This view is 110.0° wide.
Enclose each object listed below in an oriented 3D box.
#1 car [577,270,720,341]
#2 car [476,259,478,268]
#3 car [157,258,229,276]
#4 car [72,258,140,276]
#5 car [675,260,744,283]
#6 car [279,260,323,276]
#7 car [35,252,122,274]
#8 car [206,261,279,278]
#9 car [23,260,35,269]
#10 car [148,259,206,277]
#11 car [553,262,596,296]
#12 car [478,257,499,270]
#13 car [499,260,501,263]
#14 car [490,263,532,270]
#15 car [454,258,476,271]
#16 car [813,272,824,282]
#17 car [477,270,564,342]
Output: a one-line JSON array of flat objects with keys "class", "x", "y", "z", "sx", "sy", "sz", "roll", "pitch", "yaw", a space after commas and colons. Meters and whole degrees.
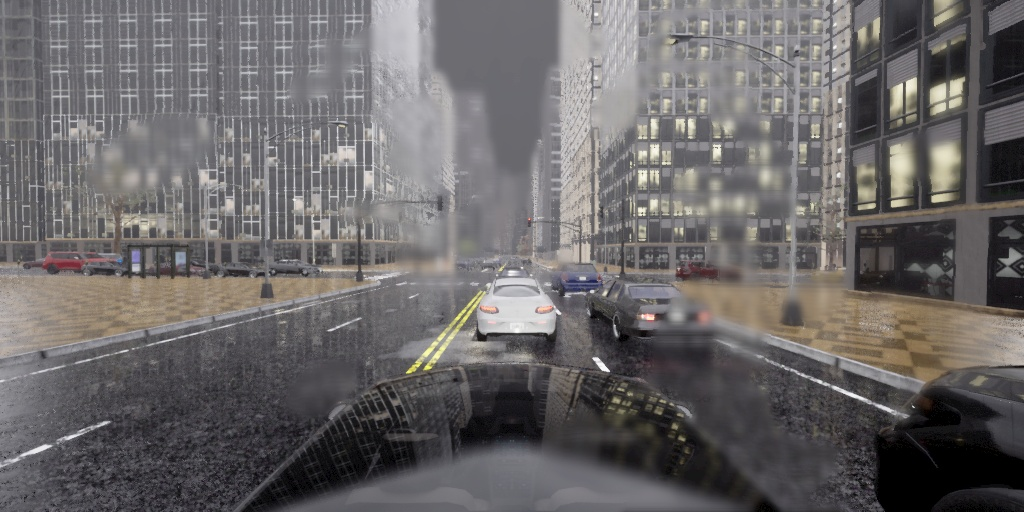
[{"class": "car", "x": 3.360, "y": 1.293, "z": 9.800, "sx": 2.033, "sy": 1.411, "sz": 5.357, "roll": 0, "pitch": 0, "yaw": 0}, {"class": "car", "x": -6.529, "y": 1.211, "z": 58.361, "sx": 1.837, "sy": 1.490, "sz": 4.892, "roll": 0, "pitch": 0, "yaw": 0}, {"class": "car", "x": -29.408, "y": 0.981, "z": 33.145, "sx": 5.008, "sy": 1.535, "sz": 1.882, "roll": 1, "pitch": 1, "yaw": 1}, {"class": "car", "x": -34.067, "y": 1.069, "z": 30.611, "sx": 4.313, "sy": 1.339, "sz": 1.948, "roll": 0, "pitch": 0, "yaw": 1}, {"class": "car", "x": 16.222, "y": 1.269, "z": 29.727, "sx": 5.009, "sy": 1.841, "sz": 2.192, "roll": 0, "pitch": 0, "yaw": 1}, {"class": "car", "x": -19.997, "y": 1.080, "z": 32.944, "sx": 4.902, "sy": 1.511, "sz": 2.128, "roll": 1, "pitch": 1, "yaw": 1}, {"class": "car", "x": -40.008, "y": 0.628, "z": 33.375, "sx": 5.566, "sy": 2.045, "sz": 2.150, "roll": 0, "pitch": 1, "yaw": 1}, {"class": "car", "x": -22.703, "y": 1.174, "z": 30.294, "sx": 4.313, "sy": 1.339, "sz": 1.948, "roll": 0, "pitch": 0, "yaw": 1}, {"class": "car", "x": -50.932, "y": 0.793, "z": 39.405, "sx": 4.207, "sy": 1.307, "sz": 1.802, "roll": 0, "pitch": 0, "yaw": 1}, {"class": "car", "x": -28.387, "y": 1.138, "z": 30.432, "sx": 4.207, "sy": 1.307, "sz": 1.802, "roll": 0, "pitch": 0, "yaw": 1}, {"class": "car", "x": 3.367, "y": 1.093, "z": 19.185, "sx": 2.097, "sy": 1.767, "sz": 4.553, "roll": 0, "pitch": 0, "yaw": 0}, {"class": "car", "x": -3.292, "y": 1.262, "z": 51.245, "sx": 2.033, "sy": 1.411, "sz": 5.357, "roll": 0, "pitch": 0, "yaw": 0}, {"class": "car", "x": -3.267, "y": 1.304, "z": 61.006, "sx": 1.895, "sy": 1.301, "sz": 4.718, "roll": 0, "pitch": 0, "yaw": 0}, {"class": "car", "x": 0.116, "y": 1.288, "z": 18.906, "sx": 2.033, "sy": 1.411, "sz": 5.357, "roll": 0, "pitch": 0, "yaw": 0}, {"class": "car", "x": -6.576, "y": 1.068, "z": 49.264, "sx": 2.097, "sy": 1.767, "sz": 4.553, "roll": 0, "pitch": 0, "yaw": 1}, {"class": "car", "x": 27.670, "y": 1.579, "z": 29.518, "sx": 4.829, "sy": 1.417, "sz": 1.751, "roll": 0, "pitch": 0, "yaw": 1}, {"class": "car", "x": 0.107, "y": 1.272, "z": 9.662, "sx": 1.812, "sy": 1.442, "sz": 4.674, "roll": 0, "pitch": 0, "yaw": 0}]
